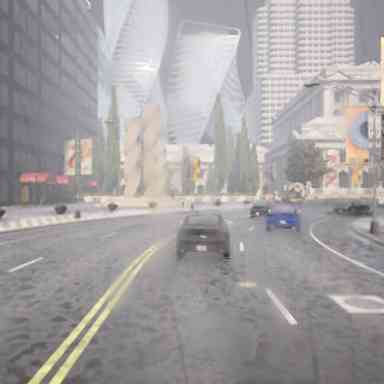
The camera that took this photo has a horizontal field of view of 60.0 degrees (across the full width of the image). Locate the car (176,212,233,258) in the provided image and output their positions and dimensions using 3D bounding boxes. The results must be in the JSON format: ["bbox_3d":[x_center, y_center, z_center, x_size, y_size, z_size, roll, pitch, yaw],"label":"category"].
[{"bbox_3d":[0.533,1.543,12.948,1.837,1.490,4.892,0,0,5],"label":"car"}]

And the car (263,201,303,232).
[{"bbox_3d":[5.785,1.539,20.707,1.882,1.535,5.008,0,0,18],"label":"car"}]

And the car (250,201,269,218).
[{"bbox_3d":[6.918,1.595,30.440,1.837,1.490,4.892,-1,-1,33],"label":"car"}]

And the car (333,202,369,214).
[{"bbox_3d":[17.529,1.708,36.551,4.718,1.301,1.895,0,0,-38],"label":"car"}]
